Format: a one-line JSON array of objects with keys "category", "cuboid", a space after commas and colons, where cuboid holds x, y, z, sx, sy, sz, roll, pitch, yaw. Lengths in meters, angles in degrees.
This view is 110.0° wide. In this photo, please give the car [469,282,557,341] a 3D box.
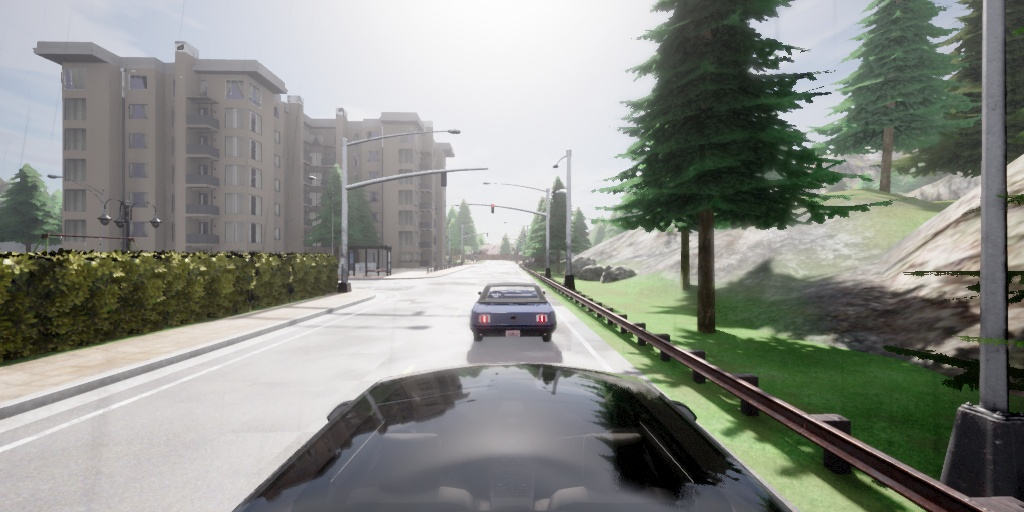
[{"category": "car", "cuboid": [-0.004, 1.351, 9.782, 1.895, 1.301, 4.718, 0, 0, -1]}]
